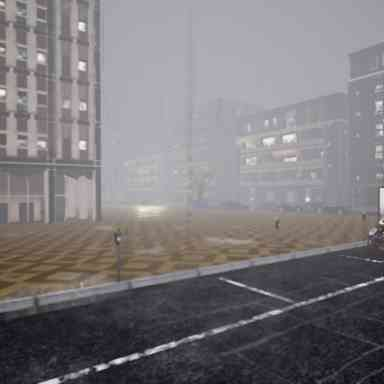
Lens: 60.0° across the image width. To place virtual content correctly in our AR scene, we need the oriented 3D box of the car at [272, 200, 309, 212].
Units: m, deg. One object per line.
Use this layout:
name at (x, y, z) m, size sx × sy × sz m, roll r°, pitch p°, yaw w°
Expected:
car at (13.202, 1.965, 43.319) m, size 2.008 × 1.369 × 4.403 m, roll -2°, pitch 0°, yaw -36°

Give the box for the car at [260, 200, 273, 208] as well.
car at (13.634, 2.093, 57.378) m, size 1.802 × 1.307 × 4.206 m, roll -2°, pitch 0°, yaw -36°

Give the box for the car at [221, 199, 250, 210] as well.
car at (7.127, 2.111, 51.796) m, size 1.887 × 1.381 × 4.507 m, roll -2°, pitch 0°, yaw -36°

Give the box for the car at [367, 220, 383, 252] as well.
car at (8.395, 1.437, 12.546) m, size 4.097 × 1.590 × 1.967 m, roll 0°, pitch 0°, yaw -35°

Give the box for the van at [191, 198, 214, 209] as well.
van at (2.210, 2.030, 58.684) m, size 1.690 × 1.788 × 3.998 m, roll -2°, pitch 0°, yaw -36°

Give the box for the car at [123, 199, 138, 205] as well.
car at (-16.067, 2.696, 84.009) m, size 2.008 × 1.369 × 4.403 m, roll -2°, pitch 0°, yaw -36°

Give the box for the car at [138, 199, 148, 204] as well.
car at (-12.540, 2.729, 93.432) m, size 1.947 × 1.339 × 4.313 m, roll -2°, pitch 0°, yaw -36°

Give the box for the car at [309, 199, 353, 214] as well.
car at (16.466, 1.885, 38.806) m, size 2.008 × 1.369 × 4.403 m, roll -2°, pitch 0°, yaw -36°

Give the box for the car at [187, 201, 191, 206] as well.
car at (0.516, 2.419, 75.382) m, size 1.802 × 1.307 × 4.206 m, roll -2°, pitch 0°, yaw -36°

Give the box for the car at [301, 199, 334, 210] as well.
car at (18.889, 1.822, 50.193) m, size 1.967 × 1.590 × 4.097 m, roll -2°, pitch 0°, yaw -36°

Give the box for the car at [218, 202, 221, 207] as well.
car at (7.043, 2.114, 66.359) m, size 1.967 × 1.590 × 4.097 m, roll -2°, pitch 0°, yaw -36°

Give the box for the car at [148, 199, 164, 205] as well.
car at (-9.279, 2.521, 88.919) m, size 1.967 × 1.590 × 4.097 m, roll -2°, pitch 0°, yaw -36°
